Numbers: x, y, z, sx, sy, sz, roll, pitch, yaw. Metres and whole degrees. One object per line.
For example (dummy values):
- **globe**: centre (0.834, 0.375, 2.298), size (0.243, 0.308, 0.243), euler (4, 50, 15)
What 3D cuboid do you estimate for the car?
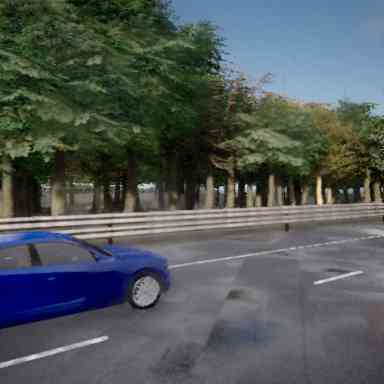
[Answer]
- **car**: centre (-2.714, 1.459, 6.072), size (5.008, 1.535, 1.882), euler (0, 0, -35)
